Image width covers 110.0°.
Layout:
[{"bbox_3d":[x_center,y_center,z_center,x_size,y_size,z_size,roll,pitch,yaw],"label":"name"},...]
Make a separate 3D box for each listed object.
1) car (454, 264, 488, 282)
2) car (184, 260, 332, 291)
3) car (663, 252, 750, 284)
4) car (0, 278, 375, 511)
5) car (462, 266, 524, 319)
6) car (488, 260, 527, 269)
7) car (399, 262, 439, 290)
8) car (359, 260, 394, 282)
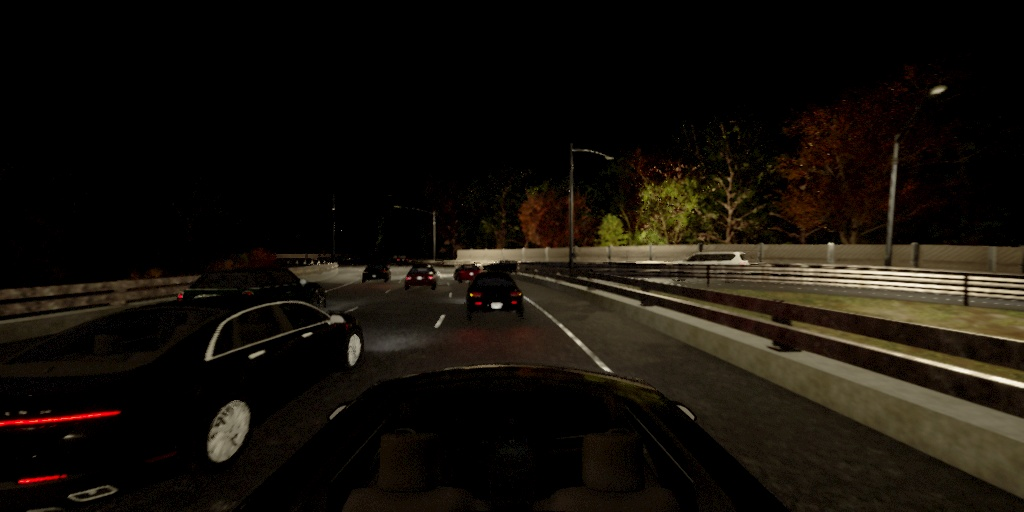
[{"bbox_3d":[-3.496,1.294,28.533,1.994,1.385,4.181,0,0,-14],"label":"car"},{"bbox_3d":[-7.536,1.125,10.893,2.097,1.767,4.553,0,0,-5],"label":"car"},{"bbox_3d":[14.017,0.735,26.121,5.566,2.045,2.150,-1,0,36],"label":"car"},{"bbox_3d":[-3.612,1.270,4.743,1.837,1.490,4.892,0,1,-2],"label":"car"},{"bbox_3d":[-0.676,1.264,12.637,1.812,1.442,4.674,0,0,-6],"label":"car"},{"bbox_3d":[-0.889,1.148,38.782,5.357,1.411,2.033,0,0,44],"label":"car"},{"bbox_3d":[-5.691,1.297,22.776,2.033,1.411,5.357,0,0,-11],"label":"car"},{"bbox_3d":[-10.656,1.291,28.392,1.812,1.442,4.674,0,0,-15],"label":"car"}]
